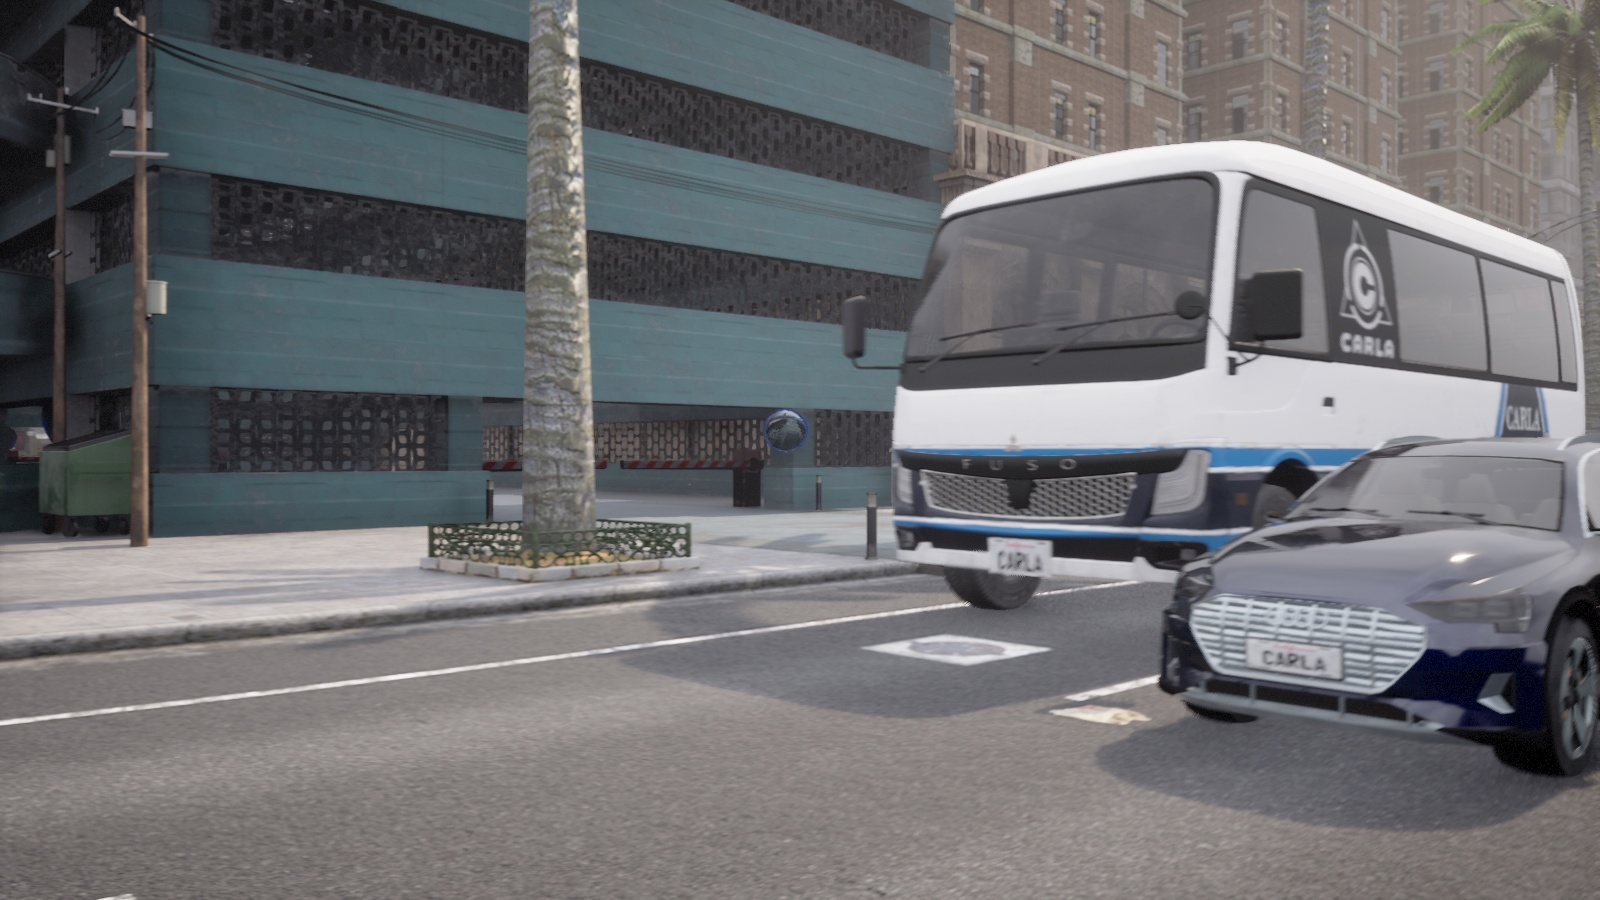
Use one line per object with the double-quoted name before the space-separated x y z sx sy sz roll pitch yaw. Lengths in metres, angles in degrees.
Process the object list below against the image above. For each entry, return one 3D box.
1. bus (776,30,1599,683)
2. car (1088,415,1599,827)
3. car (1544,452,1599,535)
"bus" 4.867 -0.602 13.154 10.273 4.253 3.944 0 0 -44
"car" 3.952 0.689 7.437 4.856 1.649 2.033 0 0 -44
"car" 16.156 0.779 23.956 4.792 1.488 2.163 0 0 -44
